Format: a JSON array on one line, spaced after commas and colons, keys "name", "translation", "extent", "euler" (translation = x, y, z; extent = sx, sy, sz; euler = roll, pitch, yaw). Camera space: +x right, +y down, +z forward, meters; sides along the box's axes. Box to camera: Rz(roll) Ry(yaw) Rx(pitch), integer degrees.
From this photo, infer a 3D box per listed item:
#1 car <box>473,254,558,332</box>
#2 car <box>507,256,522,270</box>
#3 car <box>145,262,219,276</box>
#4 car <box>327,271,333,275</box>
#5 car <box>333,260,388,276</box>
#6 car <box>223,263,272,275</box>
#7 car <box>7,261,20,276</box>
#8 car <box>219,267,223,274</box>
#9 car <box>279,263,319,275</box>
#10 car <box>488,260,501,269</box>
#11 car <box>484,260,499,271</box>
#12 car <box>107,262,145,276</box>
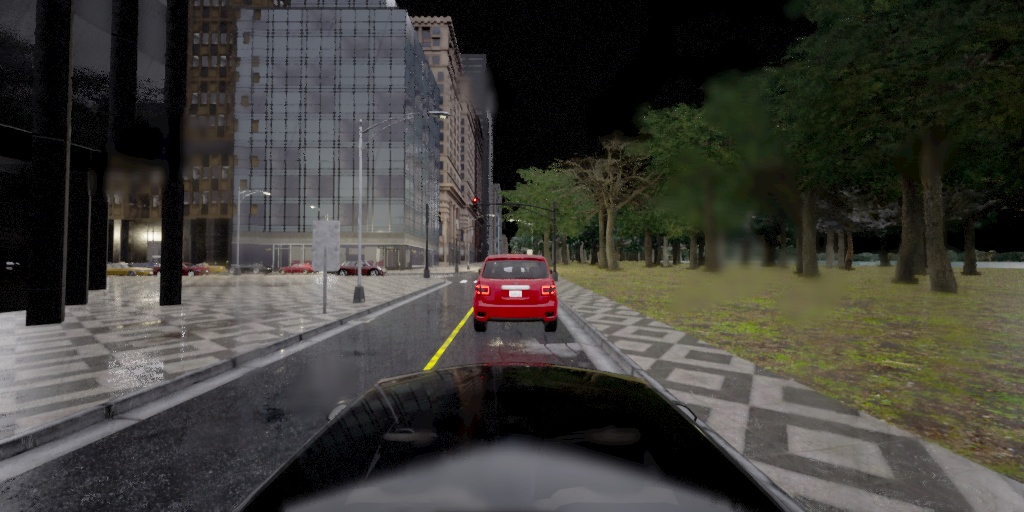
[{"name": "car", "translation": [0.103, 0.975, 11.040], "extent": [2.150, 2.045, 5.566], "euler": [0, 0, 0]}, {"name": "car", "translation": [0.255, 1.069, 54.543], "extent": [2.150, 2.045, 5.566], "euler": [0, 0, -1]}, {"name": "car", "translation": [-29.932, 1.240, 32.637], "extent": [4.507, 1.381, 1.888], "euler": [0, 0, 0]}, {"name": "car", "translation": [-15.377, 1.307, 35.376], "extent": [5.357, 1.411, 2.033], "euler": [0, -2, 5]}, {"name": "car", "translation": [-13.502, 1.126, 32.639], "extent": [4.097, 1.591, 1.967], "euler": [0, 0, -1]}, {"name": "car", "translation": [-29.929, 1.487, 41.160], "extent": [4.313, 1.339, 1.948], "euler": [0, 0, 0]}, {"name": "car", "translation": [-46.396, 1.143, 32.635], "extent": [4.097, 1.591, 1.967], "euler": [0, 0, 0]}, {"name": "car", "translation": [-35.586, 1.449, 41.159], "extent": [4.829, 1.417, 1.751], "euler": [0, 0, 0]}, {"name": "car", "translation": [-24.442, 1.500, 41.160], "extent": [4.207, 1.307, 1.802], "euler": [0, 0, 0]}, {"name": "car", "translation": [-2.982, 1.448, 63.121], "extent": [1.994, 1.385, 4.181], "euler": [0, 0, 1]}, {"name": "car", "translation": [-3.046, 1.390, 53.077], "extent": [2.033, 1.411, 5.357], "euler": [0, 0, -3]}, {"name": "car", "translation": [-35.250, 1.224, 32.637], "extent": [4.829, 1.417, 1.751], "euler": [0, 0, 0]}]
